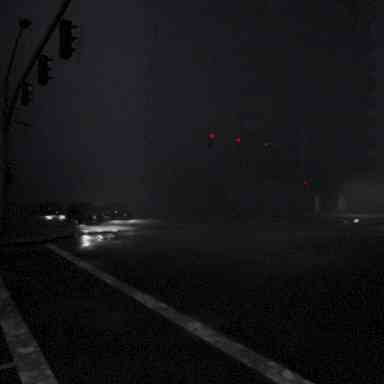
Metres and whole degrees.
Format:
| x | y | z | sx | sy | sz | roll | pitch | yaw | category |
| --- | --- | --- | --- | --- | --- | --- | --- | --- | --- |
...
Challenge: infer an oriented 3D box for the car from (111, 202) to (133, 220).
| x | y | z | sx | sy | sz | roll | pitch | yaw | category |
| --- | --- | --- | --- | --- | --- | --- | --- | --- | --- |
| -7.067 | 1.676 | 30.286 | 1.812 | 1.442 | 4.674 | 1 | -1 | -36 | car |

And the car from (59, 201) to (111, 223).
| x | y | z | sx | sy | sz | roll | pitch | yaw | category |
| --- | --- | --- | --- | --- | --- | --- | --- | --- | --- |
| -8.552 | 1.597 | 26.331 | 2.128 | 1.511 | 4.902 | 1 | -1 | -36 | car |

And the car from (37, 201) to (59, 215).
| x | y | z | sx | sy | sz | roll | pitch | yaw | category |
| --- | --- | --- | --- | --- | --- | --- | --- | --- | --- |
| -14.979 | 1.652 | 35.256 | 2.033 | 1.411 | 5.357 | 1 | -1 | -36 | car |

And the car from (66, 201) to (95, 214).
| x | y | z | sx | sy | sz | roll | pitch | yaw | category |
| --- | --- | --- | --- | --- | --- | --- | --- | --- | --- |
| -12.932 | 1.751 | 38.414 | 1.895 | 1.301 | 4.718 | 1 | 0 | -36 | car |
